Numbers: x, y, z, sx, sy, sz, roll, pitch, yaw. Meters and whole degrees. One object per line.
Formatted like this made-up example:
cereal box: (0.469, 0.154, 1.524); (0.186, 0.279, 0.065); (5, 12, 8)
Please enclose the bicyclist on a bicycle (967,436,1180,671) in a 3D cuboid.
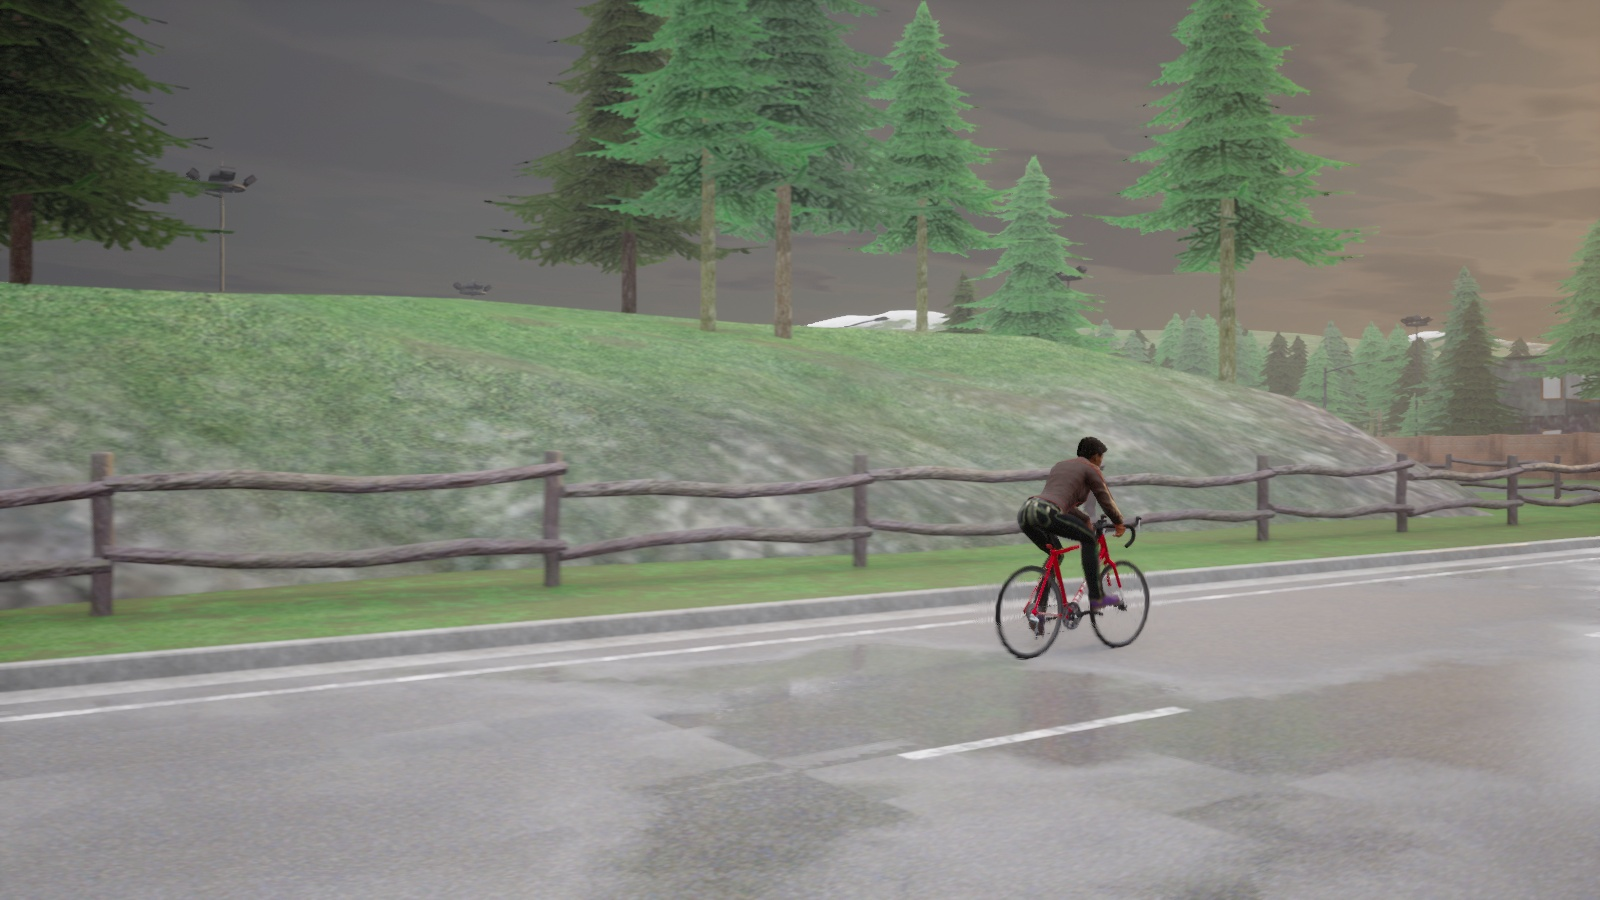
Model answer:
bicyclist on a bicycle: (2.058, 0.716, 9.356); (1.656, 1.620, 0.582); (0, 0, -35)
